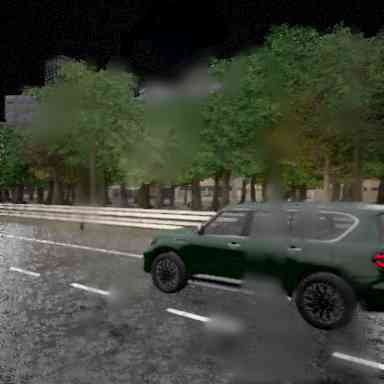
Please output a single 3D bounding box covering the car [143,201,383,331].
[{"bbox_3d":[1.481,1.223,7.114,5.566,2.045,2.150,0,0,36],"label":"car"}]
